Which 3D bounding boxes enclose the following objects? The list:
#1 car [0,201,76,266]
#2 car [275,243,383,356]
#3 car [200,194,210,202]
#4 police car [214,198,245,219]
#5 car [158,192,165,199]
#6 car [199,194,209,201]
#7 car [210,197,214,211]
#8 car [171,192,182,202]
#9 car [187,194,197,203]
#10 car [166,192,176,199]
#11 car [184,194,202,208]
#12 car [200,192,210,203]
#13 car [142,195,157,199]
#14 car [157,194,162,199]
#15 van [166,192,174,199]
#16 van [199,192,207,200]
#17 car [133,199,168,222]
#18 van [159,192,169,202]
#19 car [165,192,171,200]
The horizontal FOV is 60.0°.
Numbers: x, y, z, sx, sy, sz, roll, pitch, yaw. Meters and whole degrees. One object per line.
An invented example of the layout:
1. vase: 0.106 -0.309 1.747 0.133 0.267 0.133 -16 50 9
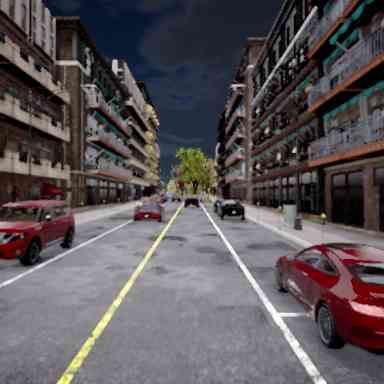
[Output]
1. car: -5.677 1.259 11.601 2.192 1.841 5.009 1 0 0
2. car: 2.700 1.552 5.902 1.802 1.307 4.206 1 0 0
3. car: 2.690 1.223 68.181 1.887 1.381 4.507 1 0 0
4. police car: 3.128 1.292 27.252 1.930 1.638 5.238 0 0 0
5. car: -5.688 1.195 51.233 1.967 1.590 4.097 1 0 0
6. car: 2.693 1.218 73.843 1.947 1.339 4.313 1 0 0
7. car: 3.138 1.339 34.143 1.837 1.490 4.892 0 0 0
8. car: -3.022 1.234 65.793 2.033 1.411 5.357 0 0 0
9. car: -0.006 1.199 61.576 1.882 1.535 5.008 0 0 0
10. car: -5.695 0.894 90.863 2.192 1.841 5.009 1 0 0
11. car: 0.003 1.304 44.454 1.837 1.490 4.892 0 0 0
12. car: 2.689 1.228 62.690 1.752 1.417 4.829 1 0 0
13. car: -5.688 1.334 39.741 1.752 1.417 4.829 1 0 0
14. car: -5.689 1.326 45.571 1.887 1.381 4.507 1 0 0
15. van: -5.695 0.944 85.202 1.690 1.788 3.998 1 0 0
16. van: 2.674 0.968 79.503 1.690 1.788 3.998 1 0 0
17. car: -3.104 1.444 24.727 1.994 1.385 4.181 0 0 0
18. van: -5.690 1.019 68.217 1.690 1.788 3.998 1 0 0
19. car: -5.689 1.019 62.556 2.192 1.841 5.009 1 0 0
